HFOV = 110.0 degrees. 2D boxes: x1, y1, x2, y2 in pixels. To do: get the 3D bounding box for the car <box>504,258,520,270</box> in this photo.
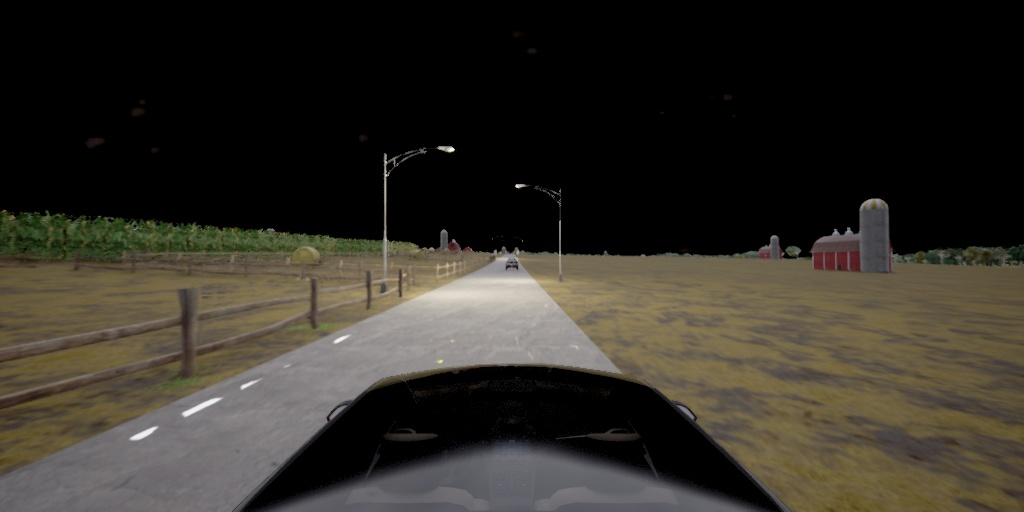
[{"bbox_3d":[0.005,1.183,50.199,1.837,1.490,4.892,0,0,0],"label":"car"}]
